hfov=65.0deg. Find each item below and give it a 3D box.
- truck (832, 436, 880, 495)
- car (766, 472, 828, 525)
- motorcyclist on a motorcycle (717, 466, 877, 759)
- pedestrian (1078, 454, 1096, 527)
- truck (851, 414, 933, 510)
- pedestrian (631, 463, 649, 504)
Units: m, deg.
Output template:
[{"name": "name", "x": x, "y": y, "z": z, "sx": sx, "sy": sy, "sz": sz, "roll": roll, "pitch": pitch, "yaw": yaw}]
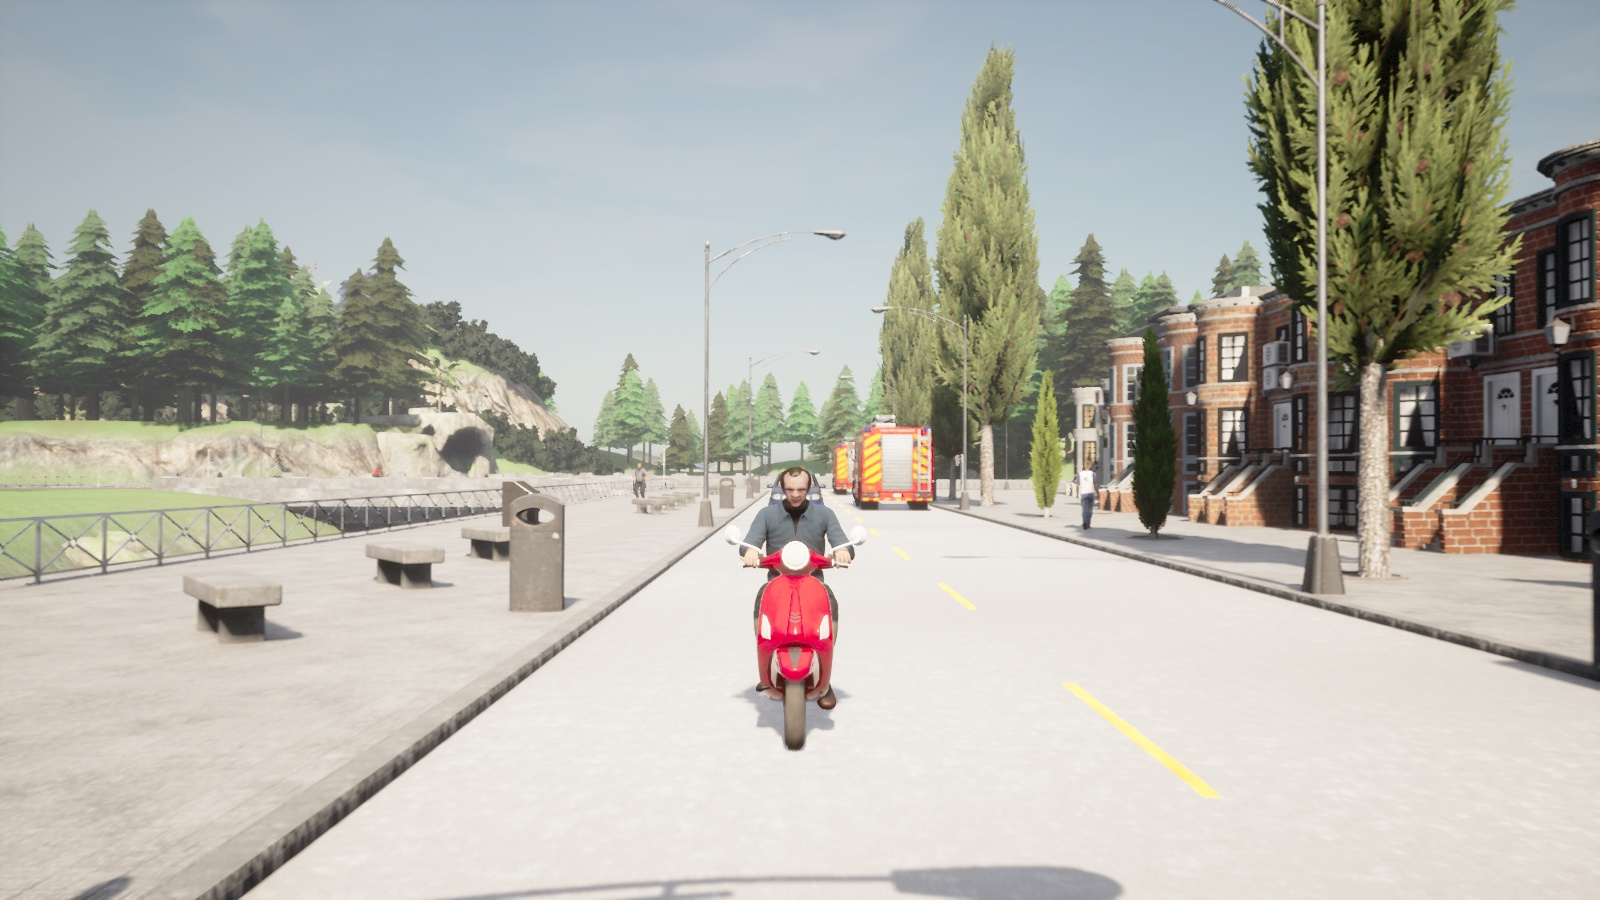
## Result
[{"name": "truck", "x": 3.771, "y": 1.093, "z": 86.872, "sx": 2.891, "sy": 3.827, "sz": 8.468, "roll": 0, "pitch": -1, "yaw": 0}, {"name": "car", "x": -0.100, "y": 1.439, "z": 38.430, "sx": 1.789, "sy": 1.549, "sz": 3.705, "roll": 0, "pitch": -1, "yaw": 0}, {"name": "motorcyclist on a motorcycle", "x": -0.021, "y": 0.898, "z": 7.748, "sx": 0.866, "sy": 1.590, "sz": 1.817, "roll": 0, "pitch": -1, "yaw": 0}, {"name": "pedestrian", "x": 7.370, "y": 1.037, "z": 32.263, "sx": 0.354, "sy": 1.836, "sz": 0.706, "roll": -1, "pitch": -1, "yaw": 20}, {"name": "truck", "x": 3.854, "y": 0.549, "z": 54.493, "sx": 2.891, "sy": 3.827, "sz": 8.468, "roll": 0, "pitch": -1, "yaw": 0}, {"name": "pedestrian", "x": -7.144, "y": 1.495, "z": 56.084, "sx": 0.540, "sy": 1.848, "sz": 0.694, "roll": -1, "pitch": -1, "yaw": 17}]
